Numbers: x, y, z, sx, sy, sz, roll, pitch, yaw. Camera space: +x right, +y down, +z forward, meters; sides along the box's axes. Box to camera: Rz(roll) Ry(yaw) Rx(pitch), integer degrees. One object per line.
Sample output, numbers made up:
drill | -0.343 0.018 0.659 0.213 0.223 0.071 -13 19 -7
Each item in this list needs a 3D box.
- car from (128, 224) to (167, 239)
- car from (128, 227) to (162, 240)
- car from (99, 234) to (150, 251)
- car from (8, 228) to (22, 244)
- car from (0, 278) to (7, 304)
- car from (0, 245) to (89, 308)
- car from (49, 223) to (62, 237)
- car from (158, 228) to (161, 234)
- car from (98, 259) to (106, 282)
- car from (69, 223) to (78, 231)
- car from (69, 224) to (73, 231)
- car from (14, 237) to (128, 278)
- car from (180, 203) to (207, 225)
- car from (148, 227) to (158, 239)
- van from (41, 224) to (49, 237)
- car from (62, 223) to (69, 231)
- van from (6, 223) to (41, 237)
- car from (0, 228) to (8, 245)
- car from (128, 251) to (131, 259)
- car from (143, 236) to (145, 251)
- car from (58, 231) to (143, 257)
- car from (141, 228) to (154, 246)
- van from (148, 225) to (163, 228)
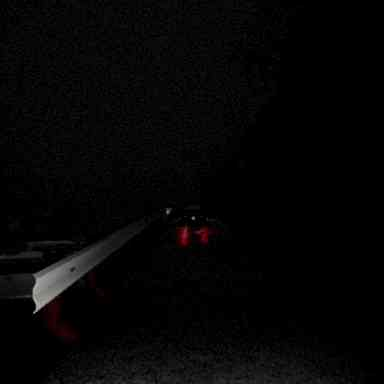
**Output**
car | -6.992 6.161 52.170 5.566 2.045 2.435 2 -4 -20
car | -6.928 6.076 49.171 4.553 1.767 2.185 2 -4 -20
car | -6.933 5.166 34.073 4.792 1.488 2.163 2 -4 -20
car | -23.874 5.596 40.542 4.892 1.521 2.231 1 -4 -20
car | -6.768 3.096 6.973 4.553 1.767 2.185 2 -4 -20
car | -6.841 3.394 12.986 5.566 2.045 2.435 2 -4 -20
car | -23.902 6.176 52.375 5.566 2.045 2.435 1 -5 -20
car | -6.931 5.777 43.126 4.892 1.521 2.231 2 -4 -20
car | -6.860 3.887 15.982 4.792 1.488 2.163 2 -4 -20
car | -23.981 6.798 61.196 5.566 2.045 2.435 1 -4 -20
car | -23.928 6.872 58.267 4.792 1.488 2.163 1 -5 -20
car | -6.810 3.822 19.038 5.566 2.045 2.435 2 -5 -20
car | 0.111 1.538 24.240 1.812 1.442 4.674 0 0 1
car | -6.963 5.438 40.122 4.553 1.767 2.185 2 -5 -20
van | -24.021 5.991 49.363 4.442 1.987 1.878 1 -4 -20
car | -23.912 6.384 55.327 5.566 2.045 2.435 1 -5 -20
van | -24.010 5.784 46.411 4.442 1.987 1.878 1 -4 -20
car | -23.893 5.261 37.584 4.553 1.767 2.185 1 -5 -20
car | -6.869 4.287 22.033 4.892 1.521 2.231 2 -5 -20
car | -7.052 4.701 27.988 5.366 1.575 1.946 2 -4 -20
car | -6.896 4.247 25.051 5.566 2.045 2.435 2 -4 -20
car | -6.861 4.675 31.099 5.566 2.045 2.435 2 -5 -20
van | -6.840 5.768 46.202 4.442 1.987 1.878 2 -5 -20
